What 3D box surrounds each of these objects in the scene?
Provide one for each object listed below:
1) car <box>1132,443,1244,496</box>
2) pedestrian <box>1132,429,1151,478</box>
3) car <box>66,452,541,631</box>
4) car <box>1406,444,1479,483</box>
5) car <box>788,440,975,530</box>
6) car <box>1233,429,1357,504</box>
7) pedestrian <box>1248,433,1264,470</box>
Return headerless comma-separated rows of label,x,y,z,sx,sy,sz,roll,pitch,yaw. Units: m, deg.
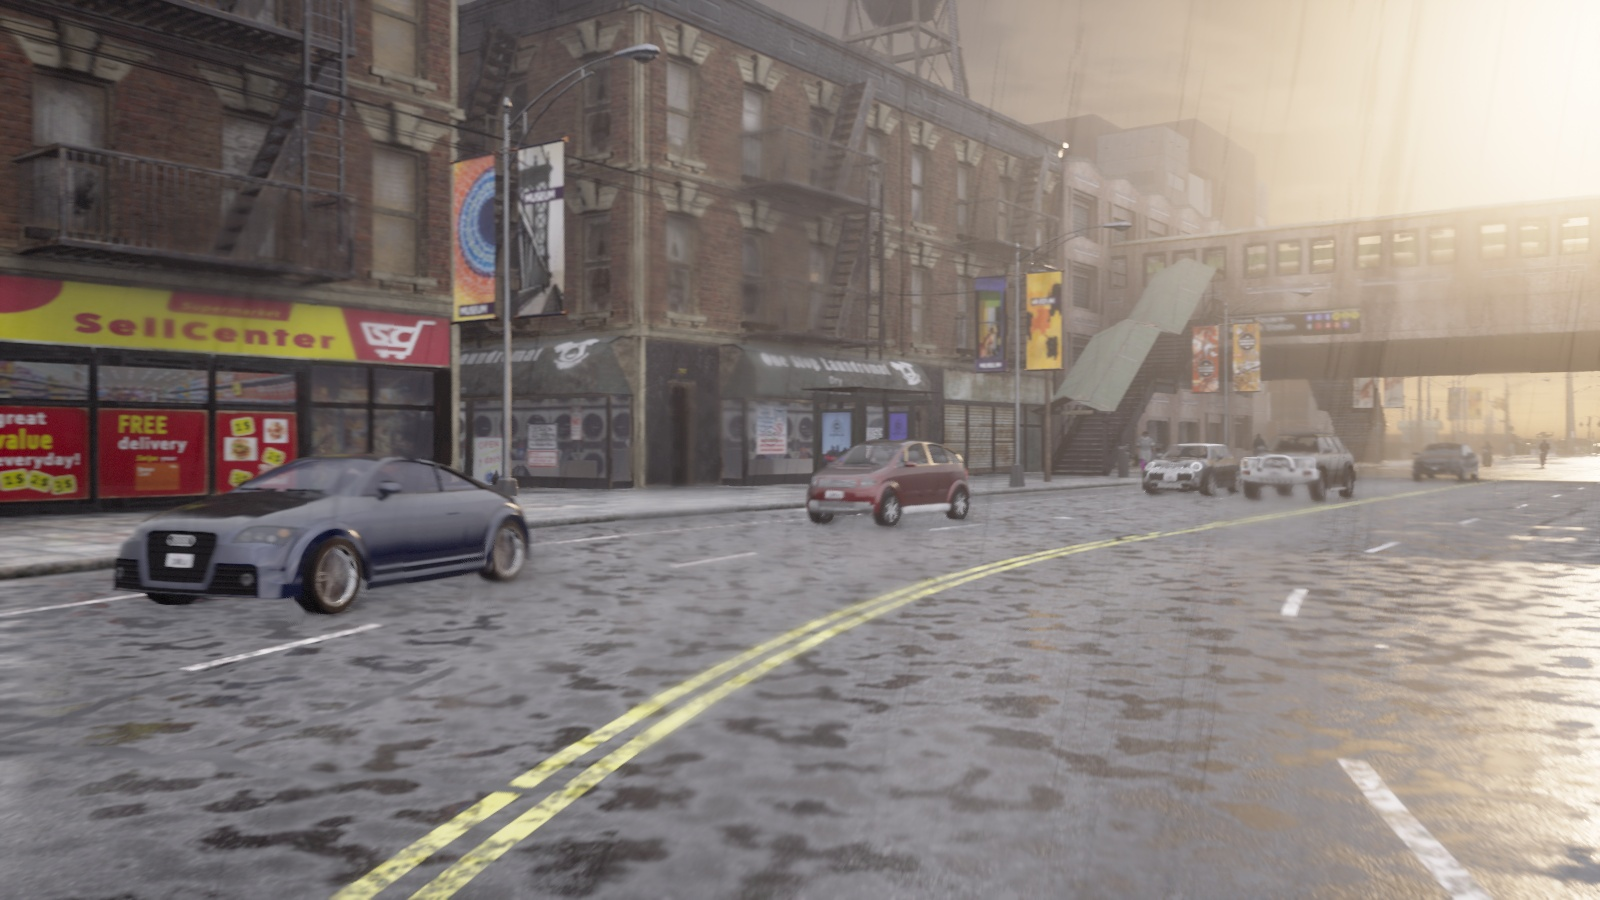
car,11.426,0.528,36.859,1.970,1.475,3.806,0,0,36
pedestrian,13.746,0.146,50.518,0.659,1.952,0.873,0,0,19
car,-4.544,0.731,12.248,1.994,1.385,4.181,0,0,21
car,25.932,0.520,50.592,1.837,1.490,4.892,0,0,36
car,1.595,0.595,23.537,1.789,1.549,3.705,0,0,36
car,13.238,0.402,33.421,1.932,1.855,4.605,0,0,36
pedestrian,23.614,0.085,65.022,0.563,1.883,0.849,0,0,32
